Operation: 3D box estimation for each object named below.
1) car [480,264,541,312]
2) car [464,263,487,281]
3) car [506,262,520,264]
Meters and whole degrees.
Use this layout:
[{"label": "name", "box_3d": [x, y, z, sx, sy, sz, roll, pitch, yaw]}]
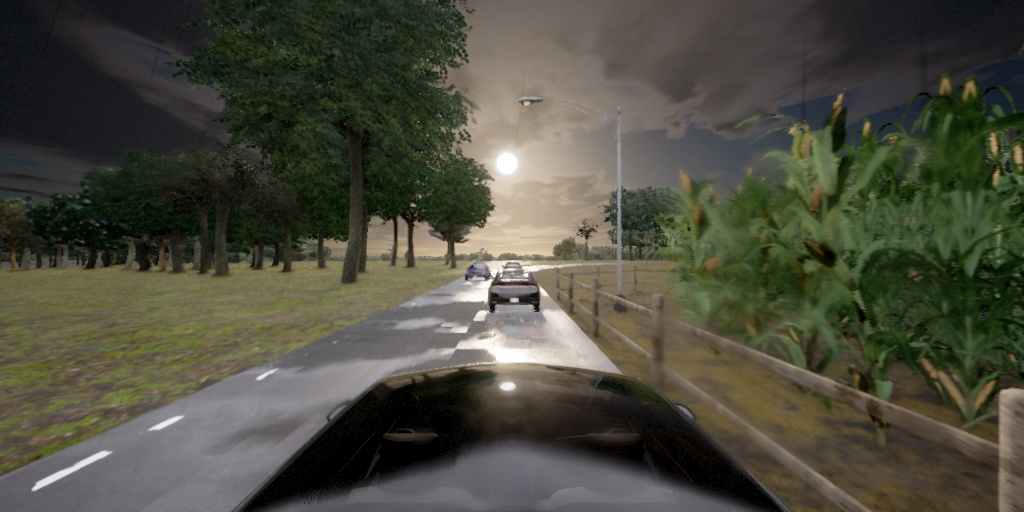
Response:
[{"label": "car", "box_3d": [0.090, 1.249, 14.279, 2.128, 1.511, 4.902, 0, 0, 0]}, {"label": "car", "box_3d": [-2.782, 1.275, 29.832, 1.812, 1.442, 4.674, 0, 0, 1]}, {"label": "car", "box_3d": [0.105, 1.271, 32.218, 1.812, 1.442, 4.674, 0, 0, 0]}]
